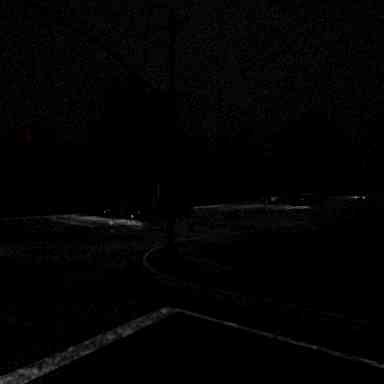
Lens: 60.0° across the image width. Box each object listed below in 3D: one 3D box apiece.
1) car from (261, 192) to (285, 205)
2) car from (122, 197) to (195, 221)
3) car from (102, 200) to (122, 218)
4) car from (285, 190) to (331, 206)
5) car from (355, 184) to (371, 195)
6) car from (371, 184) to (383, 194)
[{"bbox_3d":[10.364,0.730,38.993,4.718,1.301,1.895,-3,2,-32],"label":"car"},{"bbox_3d":[-2.219,1.298,25.302,5.357,1.411,2.033,-1,1,-41],"label":"car"},{"bbox_3d":[-4.966,1.220,27.488,4.892,1.490,1.837,-2,2,-41],"label":"car"},{"bbox_3d":[13.047,0.597,36.522,5.008,1.535,1.882,-4,2,-31],"label":"car"},{"bbox_3d":[25.140,-0.406,47.002,4.181,1.385,1.994,-4,2,-24],"label":"car"},{"bbox_3d":[26.592,-0.588,43.816,4.902,1.511,2.128,-4,2,-24],"label":"car"}]
